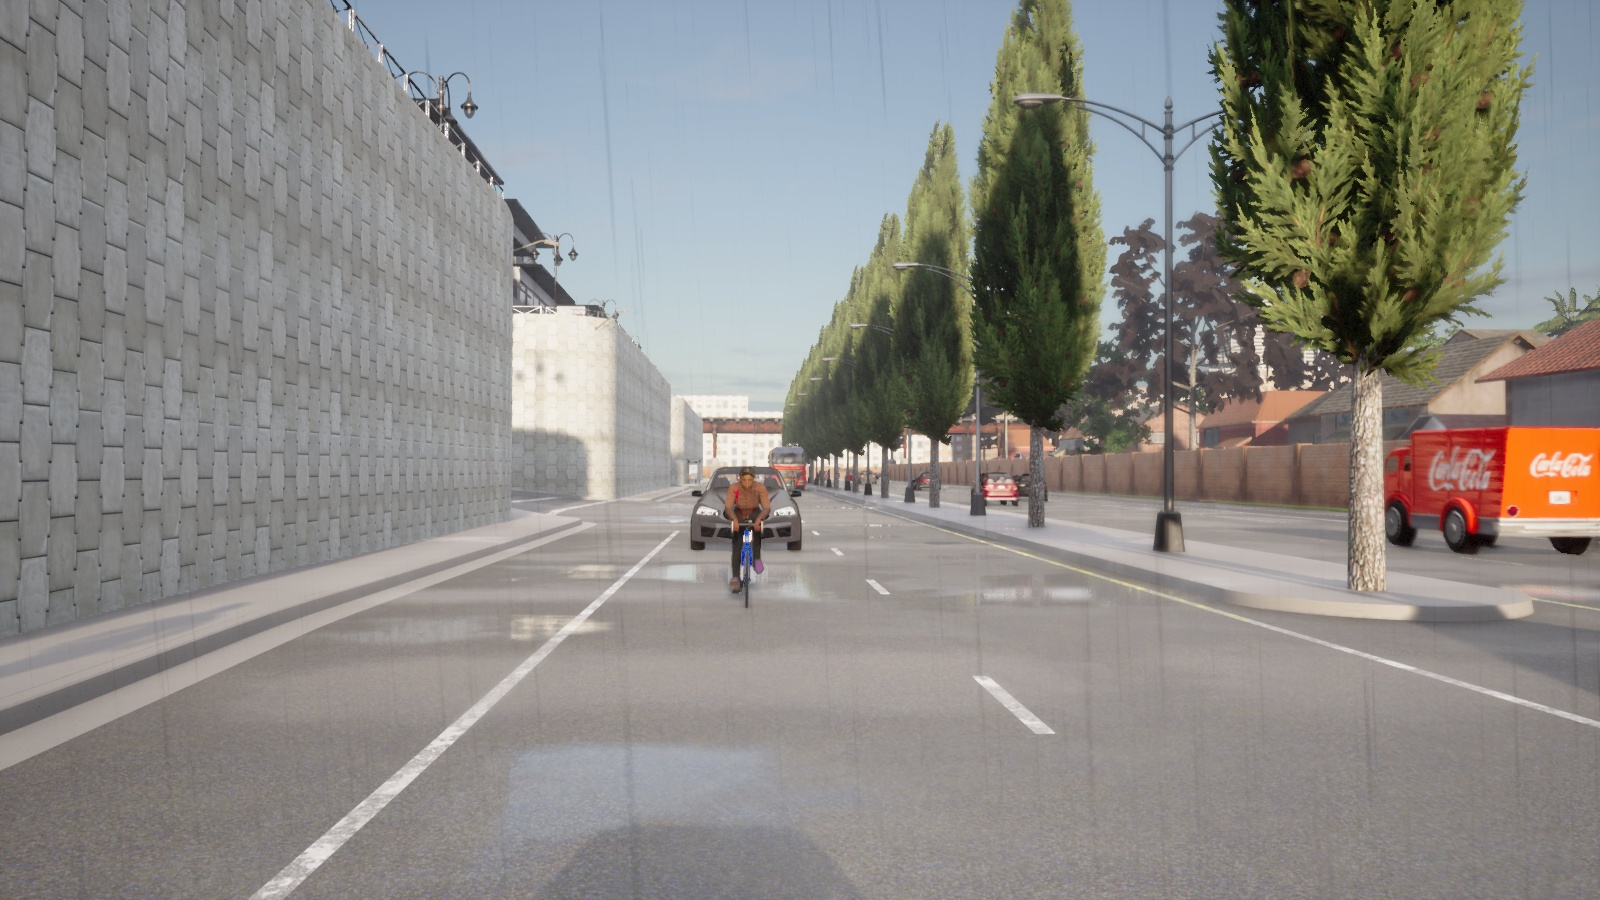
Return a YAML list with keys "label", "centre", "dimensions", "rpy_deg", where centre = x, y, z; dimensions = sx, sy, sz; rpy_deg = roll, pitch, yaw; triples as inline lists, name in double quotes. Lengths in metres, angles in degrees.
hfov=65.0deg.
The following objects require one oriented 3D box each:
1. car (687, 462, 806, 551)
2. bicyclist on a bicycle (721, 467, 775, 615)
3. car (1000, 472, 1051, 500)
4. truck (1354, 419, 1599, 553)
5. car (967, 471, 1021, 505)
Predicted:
- label: "car"
  centre: [-1.093, 1.101, 26.025]
  dimensions: [2.242, 1.667, 4.611]
  rpy_deg: [0, -1, -2]
- label: "bicyclist on a bicycle"
  centre: [-0.611, 1.016, 14.679]
  dimensions: [0.582, 1.620, 1.656]
  rpy_deg: [0, -1, -3]
- label: "car"
  centre: [12.084, 1.915, 67.636]
  dimensions: [1.816, 1.474, 4.193]
  rpy_deg: [0, -1, -3]
- label: "truck"
  centre: [13.924, 0.705, 25.769]
  dimensions: [2.627, 2.467, 5.204]
  rpy_deg: [0, -1, -3]
- label: "car"
  centre: [8.989, 1.737, 58.376]
  dimensions: [1.789, 1.549, 3.705]
  rpy_deg: [0, -1, -3]
